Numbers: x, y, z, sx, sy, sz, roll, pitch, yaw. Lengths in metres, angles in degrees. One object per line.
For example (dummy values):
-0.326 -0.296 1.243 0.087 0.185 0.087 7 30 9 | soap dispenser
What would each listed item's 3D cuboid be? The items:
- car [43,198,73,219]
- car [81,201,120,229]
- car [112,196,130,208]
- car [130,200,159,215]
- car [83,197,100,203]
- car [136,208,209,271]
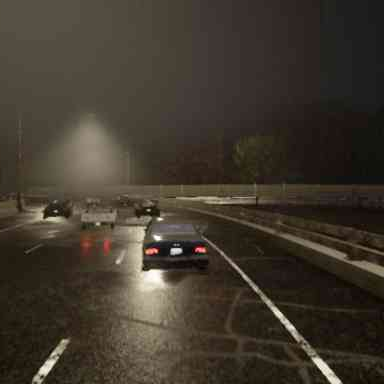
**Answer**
-11.075 1.439 27.672 1.994 1.385 4.181 0 0 -15 | car
-5.719 1.497 20.897 1.895 1.301 4.718 0 0 -11 | car
-9.230 1.280 43.704 1.837 1.490 4.892 0 1 -22 | car
-3.975 1.408 28.588 1.994 1.385 4.181 0 0 -15 | car
-13.460 1.383 44.734 1.895 1.301 4.718 0 0 -24 | car
-0.690 1.485 10.713 2.033 1.411 5.357 0 0 -7 | car
